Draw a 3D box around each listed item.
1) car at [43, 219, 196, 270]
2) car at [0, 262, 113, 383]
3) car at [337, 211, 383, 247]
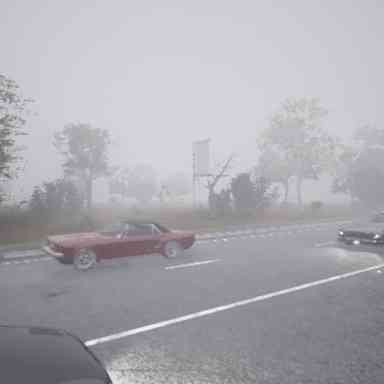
[{"bbox_3d":[-2.280,1.600,10.965,4.718,1.301,1.895,0,0,-36],"label":"car"},{"bbox_3d":[-2.518,1.564,1.949,4.181,1.385,1.994,0,0,-36],"label":"car"},{"bbox_3d":[8.493,1.547,14.352,5.357,1.411,2.033,0,0,-36],"label":"car"}]
